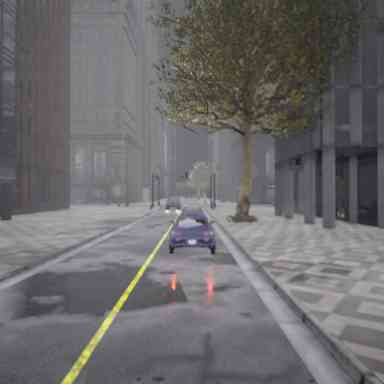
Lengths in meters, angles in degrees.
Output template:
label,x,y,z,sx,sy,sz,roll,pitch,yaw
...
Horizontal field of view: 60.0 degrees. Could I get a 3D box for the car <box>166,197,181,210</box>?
label,x,y,z,sx,sy,sz,roll,pitch,yaw
car,-2.954,1.747,53.717,2.150,2.045,5.566,0,-1,0

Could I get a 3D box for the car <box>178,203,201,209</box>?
label,x,y,z,sx,sy,sz,roll,pitch,yaw
car,0.028,1.894,29.114,1.895,1.301,4.718,0,-1,0

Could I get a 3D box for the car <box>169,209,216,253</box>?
label,x,y,z,sx,sy,sz,roll,pitch,yaw
car,0.018,1.670,14.390,1.812,1.442,4.674,0,0,0
